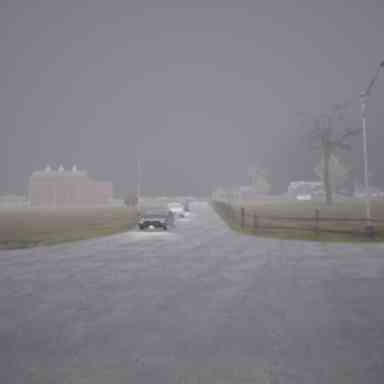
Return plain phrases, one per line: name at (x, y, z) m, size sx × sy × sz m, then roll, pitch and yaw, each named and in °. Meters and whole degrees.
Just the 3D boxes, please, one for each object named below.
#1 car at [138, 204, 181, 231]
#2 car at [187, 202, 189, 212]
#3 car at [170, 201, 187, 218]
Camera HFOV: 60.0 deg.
car at (-2.278, 1.790, 22.999) m, size 2.033 × 1.411 × 5.357 m, roll 0°, pitch -1°, yaw 4°
car at (-1.404, 1.992, 47.527) m, size 2.128 × 1.511 × 4.902 m, roll 0°, pitch -1°, yaw 2°
car at (-1.774, 1.890, 34.659) m, size 1.812 × 1.442 × 4.674 m, roll 0°, pitch 0°, yaw 1°
